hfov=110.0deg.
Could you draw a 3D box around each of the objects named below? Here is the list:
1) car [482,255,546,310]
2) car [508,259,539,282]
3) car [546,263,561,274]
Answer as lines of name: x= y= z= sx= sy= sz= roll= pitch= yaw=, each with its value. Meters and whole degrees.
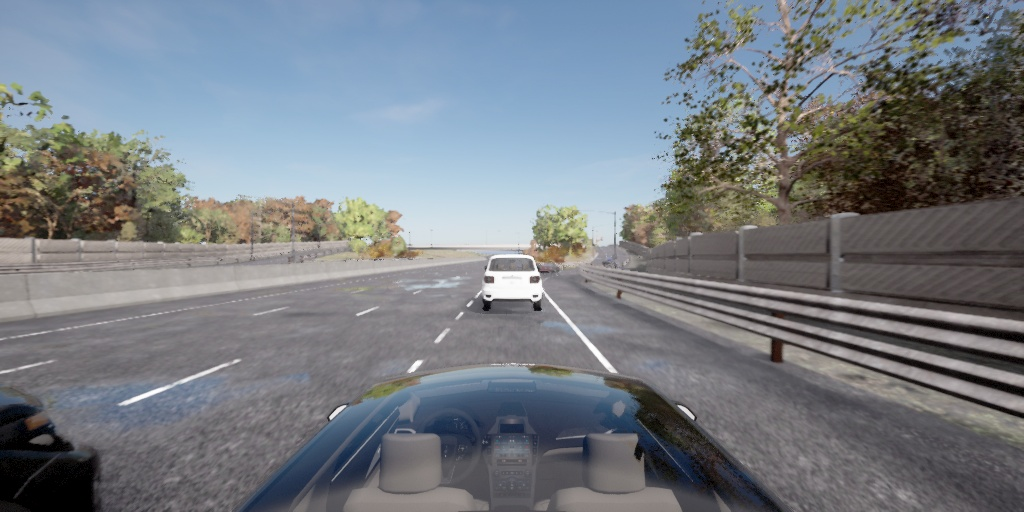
car: x=0.007 y=0.980 z=14.860 sx=2.150 sy=2.045 sz=5.566 roll=0 pitch=0 yaw=0
car: x=1.043 y=1.123 z=30.262 sx=2.097 sy=1.767 sz=4.553 roll=0 pitch=0 yaw=8
car: x=4.986 y=1.640 z=46.498 sx=2.033 sy=1.411 sz=5.357 roll=0 pitch=-1 yaw=20
